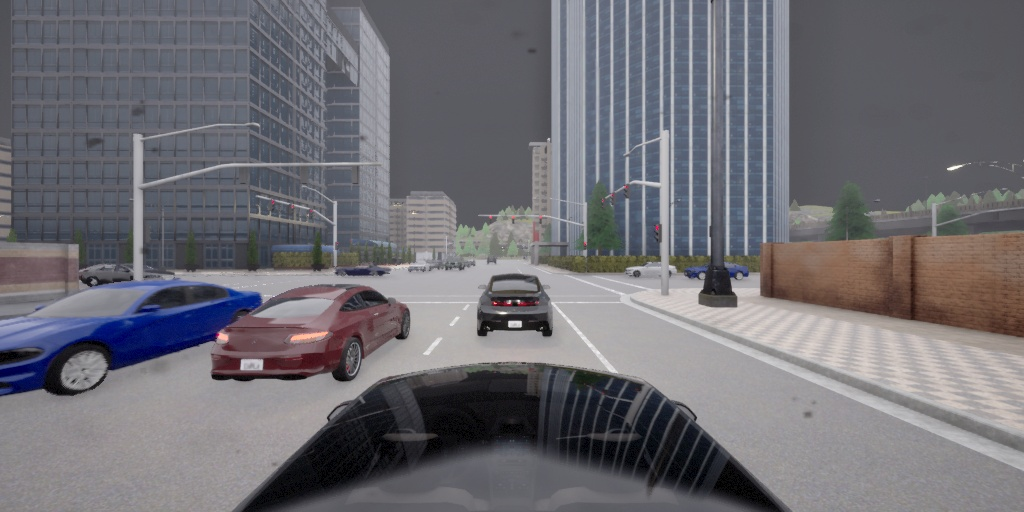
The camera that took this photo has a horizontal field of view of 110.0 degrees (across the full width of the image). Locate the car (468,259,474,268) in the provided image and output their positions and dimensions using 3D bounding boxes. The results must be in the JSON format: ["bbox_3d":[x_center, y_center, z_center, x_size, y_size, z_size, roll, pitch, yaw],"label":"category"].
[{"bbox_3d":[-8.010,1.314,60.001,1.994,1.385,4.181,0,0,0],"label":"car"}]

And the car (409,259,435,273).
[{"bbox_3d":[-11.364,1.276,44.595,1.812,1.442,4.674,0,0,1],"label":"car"}]

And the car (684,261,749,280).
[{"bbox_3d":[17.225,1.228,30.349,5.008,1.535,1.882,0,0,0],"label":"car"}]

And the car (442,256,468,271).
[{"bbox_3d":[-7.872,0.971,50.049,2.150,2.045,5.566,0,0,-1],"label":"car"}]

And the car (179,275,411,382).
[{"bbox_3d":[-3.435,1.276,7.050,1.812,1.442,4.674,0,0,0],"label":"car"}]

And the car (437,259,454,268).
[{"bbox_3d":[-11.557,1.241,63.031,2.128,1.511,4.902,0,0,0],"label":"car"}]

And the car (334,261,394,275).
[{"bbox_3d":[-13.976,1.351,33.580,4.718,1.301,1.895,0,0,0],"label":"car"}]

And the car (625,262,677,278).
[{"bbox_3d":[13.044,1.276,33.796,4.674,1.442,1.812,0,0,1],"label":"car"}]

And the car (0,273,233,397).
[{"bbox_3d":[-7.111,1.227,6.802,1.882,1.535,5.008,0,0,0],"label":"car"}]

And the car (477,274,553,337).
[{"bbox_3d":[0.069,1.255,10.314,1.837,1.490,4.892,0,0,0],"label":"car"}]

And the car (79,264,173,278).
[{"bbox_3d":[-24.218,1.241,22.766,4.902,1.511,2.128,0,0,0],"label":"car"}]

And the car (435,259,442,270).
[{"bbox_3d":[-11.433,1.241,53.544,2.128,1.511,4.902,0,0,-1],"label":"car"}]
